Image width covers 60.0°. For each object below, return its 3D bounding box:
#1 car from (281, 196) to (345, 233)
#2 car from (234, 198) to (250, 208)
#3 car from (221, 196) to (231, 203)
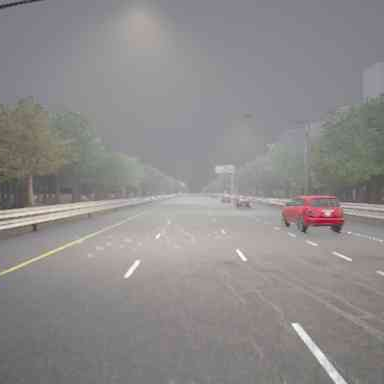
[{"bbox_3d":[7.026,1.235,19.849,2.150,2.045,5.566,0,0,0],"label":"car"},{"bbox_3d":[7.136,1.581,47.942,1.812,1.442,4.674,0,0,0],"label":"car"},{"bbox_3d":[7.299,1.607,72.006,2.128,1.511,4.902,0,0,0],"label":"car"}]
